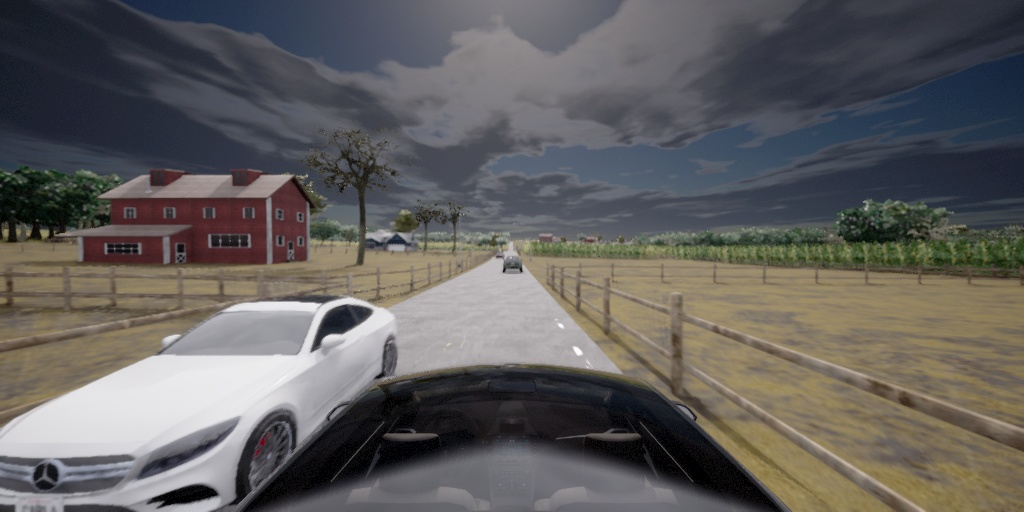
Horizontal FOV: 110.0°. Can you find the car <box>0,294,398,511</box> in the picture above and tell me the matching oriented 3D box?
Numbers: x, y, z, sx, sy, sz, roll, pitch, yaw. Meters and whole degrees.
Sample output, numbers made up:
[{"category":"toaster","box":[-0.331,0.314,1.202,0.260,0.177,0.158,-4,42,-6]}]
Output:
[{"category":"car","box":[-2.862,1.266,4.503,1.812,1.442,4.674,0,0,0]}]

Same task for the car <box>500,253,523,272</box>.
[{"category":"car","box":[0.083,0.764,39.627,2.097,1.767,4.553,0,1,0]}]
